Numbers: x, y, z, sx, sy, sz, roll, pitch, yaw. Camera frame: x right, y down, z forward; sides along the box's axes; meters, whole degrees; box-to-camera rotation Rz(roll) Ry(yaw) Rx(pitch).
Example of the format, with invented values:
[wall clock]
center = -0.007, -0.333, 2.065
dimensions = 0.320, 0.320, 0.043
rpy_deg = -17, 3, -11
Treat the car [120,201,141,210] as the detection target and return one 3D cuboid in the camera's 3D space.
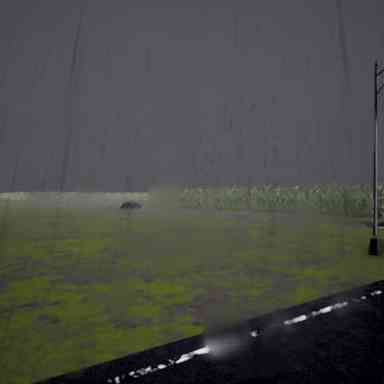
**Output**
[car]
center = -10.001, 2.170, 54.402
dimensions = 1.994, 1.385, 4.181
rpy_deg = 1, -1, -40
